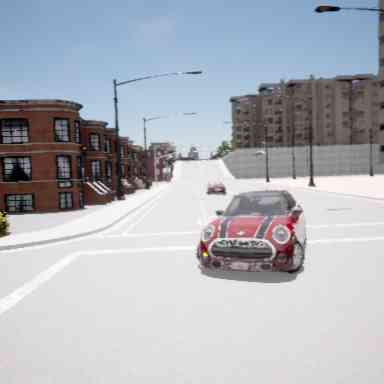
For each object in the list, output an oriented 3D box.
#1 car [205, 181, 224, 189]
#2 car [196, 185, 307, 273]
[{"bbox_3d":[2.418,-0.447,34.766,1.895,1.301,4.718,-2,3,0],"label":"car"},{"bbox_3d":[1.802,0.768,8.802,2.097,1.767,4.553,-2,3,23],"label":"car"}]
